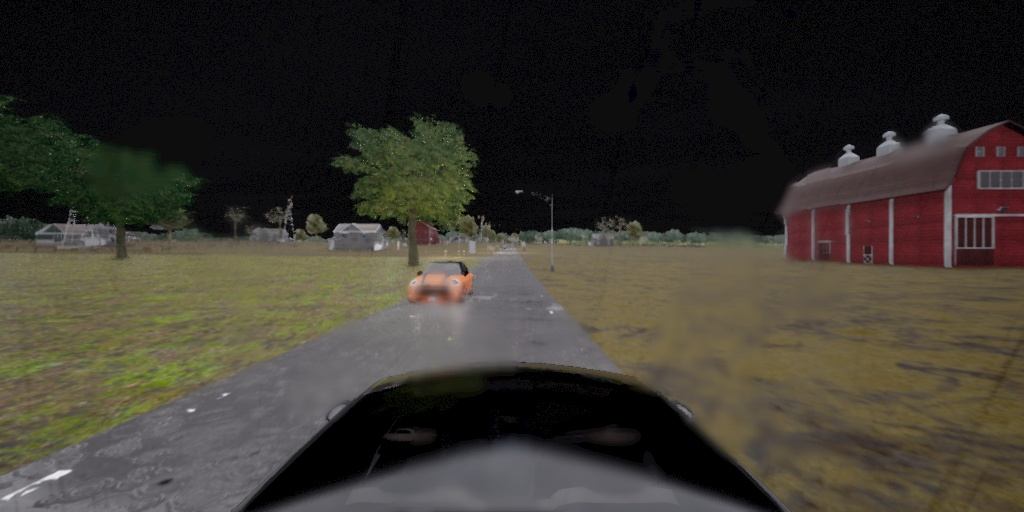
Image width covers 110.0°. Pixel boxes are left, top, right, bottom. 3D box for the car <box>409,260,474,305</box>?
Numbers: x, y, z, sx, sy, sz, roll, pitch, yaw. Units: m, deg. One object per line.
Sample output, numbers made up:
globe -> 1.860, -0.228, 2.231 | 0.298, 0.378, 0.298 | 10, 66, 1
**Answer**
car -> -2.851, 0.991, 15.314 | 2.097, 1.767, 4.553 | 0, 1, 0
